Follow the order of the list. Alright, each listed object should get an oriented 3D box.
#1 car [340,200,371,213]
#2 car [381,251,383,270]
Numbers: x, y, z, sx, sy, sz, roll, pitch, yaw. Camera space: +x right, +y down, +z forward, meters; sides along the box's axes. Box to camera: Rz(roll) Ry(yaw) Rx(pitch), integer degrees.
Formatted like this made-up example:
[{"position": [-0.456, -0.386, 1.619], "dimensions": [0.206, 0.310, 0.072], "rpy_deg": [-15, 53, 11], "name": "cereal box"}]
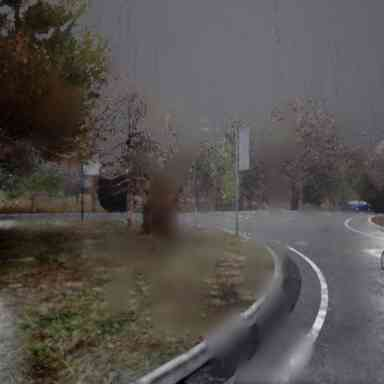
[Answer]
[{"position": [19.925, 1.731, 40.432], "dimensions": [5.008, 1.535, 1.882], "rpy_deg": [3, -2, -38], "name": "car"}, {"position": [5.482, 1.447, 7.032], "dimensions": [1.882, 1.535, 5.008], "rpy_deg": [0, 0, 21], "name": "car"}]
